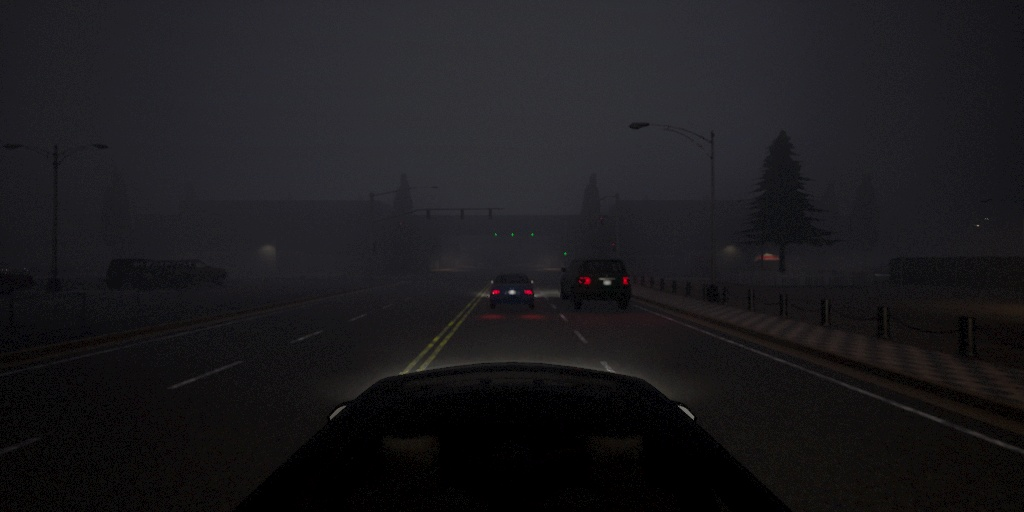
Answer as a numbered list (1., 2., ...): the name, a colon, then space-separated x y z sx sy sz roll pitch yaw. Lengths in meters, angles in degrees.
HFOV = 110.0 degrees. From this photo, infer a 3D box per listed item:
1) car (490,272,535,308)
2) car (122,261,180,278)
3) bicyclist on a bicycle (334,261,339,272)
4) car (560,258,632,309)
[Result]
1. car: 0.005 1.427 15.837 2.033 1.411 5.357 0 0 0
2. car: -45.601 1.659 45.307 4.892 1.490 1.837 0 -1 2
3. bicyclist on a bicycle: -25.752 1.521 52.607 0.582 1.620 1.656 0 0 2
4. car: 3.505 1.096 15.862 2.150 2.045 5.566 0 0 0
